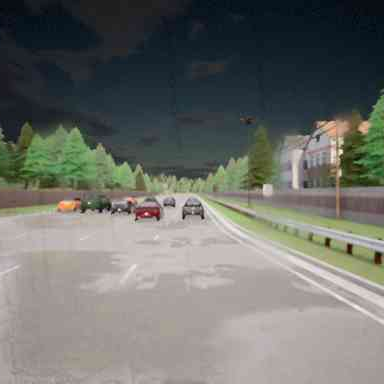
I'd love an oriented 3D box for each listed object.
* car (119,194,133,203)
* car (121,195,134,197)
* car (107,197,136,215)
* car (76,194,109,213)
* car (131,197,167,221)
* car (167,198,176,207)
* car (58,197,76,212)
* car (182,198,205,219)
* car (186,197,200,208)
[{"bbox_3d":[-14.009,1.363,70.724,2.097,1.767,4.553,0,0,0],"label":"car"},{"bbox_3d":[-10.407,1.358,55.491,2.097,1.767,4.553,0,0,0],"label":"car"},{"bbox_3d":[-6.917,1.530,33.927,1.812,1.442,4.674,0,0,0],"label":"car"},{"bbox_3d":[-10.404,1.225,36.357,2.150,2.045,5.566,0,0,0],"label":"car"},{"bbox_3d":[-3.401,1.481,27.252,1.882,1.535,5.008,0,0,0],"label":"car"},{"bbox_3d":[-3.406,1.554,50.082,2.033,1.411,5.357,0,0,0],"label":"car"},{"bbox_3d":[-13.904,1.356,38.941,2.097,1.767,4.553,0,0,0],"label":"car"},{"bbox_3d":[0.096,1.496,29.563,2.128,1.511,4.902,0,0,0],"label":"car"},{"bbox_3d":[0.094,1.554,50.164,2.033,1.411,5.357,0,0,0],"label":"car"}]
